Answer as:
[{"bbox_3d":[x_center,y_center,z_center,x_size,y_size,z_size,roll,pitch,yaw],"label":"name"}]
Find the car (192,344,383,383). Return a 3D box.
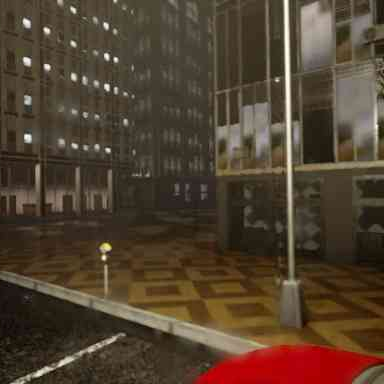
[{"bbox_3d":[1.909,1.545,1.489,4.507,1.381,1.887,0,-1,36],"label":"car"}]
